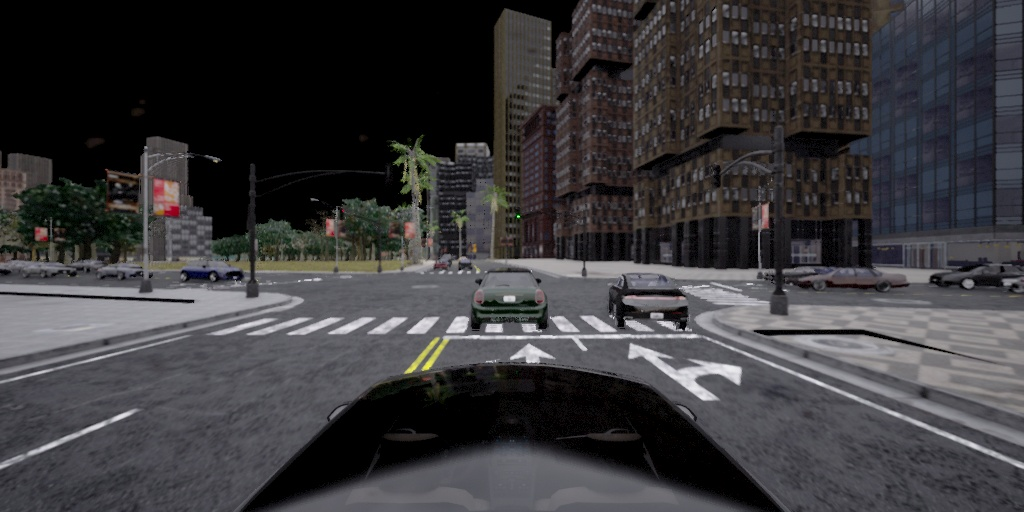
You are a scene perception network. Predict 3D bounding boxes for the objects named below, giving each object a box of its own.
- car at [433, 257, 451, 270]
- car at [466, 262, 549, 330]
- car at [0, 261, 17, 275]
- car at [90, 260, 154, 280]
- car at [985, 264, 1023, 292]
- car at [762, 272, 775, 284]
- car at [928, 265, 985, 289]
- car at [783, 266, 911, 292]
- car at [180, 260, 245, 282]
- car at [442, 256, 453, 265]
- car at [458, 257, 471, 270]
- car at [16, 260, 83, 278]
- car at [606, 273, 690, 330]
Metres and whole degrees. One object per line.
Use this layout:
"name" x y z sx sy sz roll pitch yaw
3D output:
"car" -9.545 1.201 48.115 1.895 1.301 4.718 0 0 -10
"car" -0.110 1.137 11.429 2.097 1.767 4.553 0 0 -1
"car" -53.274 1.275 36.099 5.357 1.411 2.033 0 0 15
"car" -33.293 1.309 30.875 4.181 1.385 1.994 0 0 14
"car" 28.851 1.246 18.540 4.902 1.511 2.128 0 0 14
"car" 19.857 1.362 24.212 4.718 1.301 1.895 0 0 12
"car" 28.876 1.259 21.888 4.892 1.490 1.837 0 0 15
"car" 19.420 1.309 20.968 5.357 1.411 2.033 0 0 14
"car" -23.661 1.106 28.393 4.553 1.767 2.097 0 0 14
"car" -10.672 1.089 56.847 1.994 1.385 4.181 0 1 -7
"car" -6.361 1.146 48.643 2.033 1.411 5.357 0 0 -11
"car" -42.982 1.300 33.375 4.181 1.385 1.994 0 0 14
"car" 4.101 1.275 11.283 2.128 1.511 4.902 0 0 12
